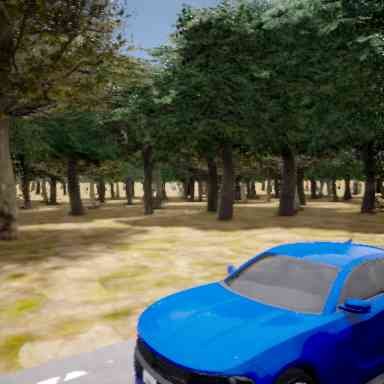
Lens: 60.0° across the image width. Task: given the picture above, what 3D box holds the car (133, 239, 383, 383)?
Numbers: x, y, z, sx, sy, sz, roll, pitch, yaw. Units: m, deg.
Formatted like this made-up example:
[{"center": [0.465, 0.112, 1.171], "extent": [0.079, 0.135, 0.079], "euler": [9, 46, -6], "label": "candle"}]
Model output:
[{"center": [1.670, 1.467, 4.481], "extent": [5.008, 1.535, 1.882], "euler": [0, 0, -34], "label": "car"}]
